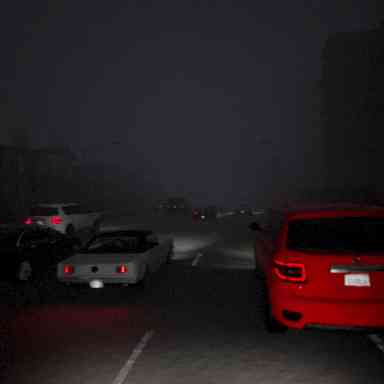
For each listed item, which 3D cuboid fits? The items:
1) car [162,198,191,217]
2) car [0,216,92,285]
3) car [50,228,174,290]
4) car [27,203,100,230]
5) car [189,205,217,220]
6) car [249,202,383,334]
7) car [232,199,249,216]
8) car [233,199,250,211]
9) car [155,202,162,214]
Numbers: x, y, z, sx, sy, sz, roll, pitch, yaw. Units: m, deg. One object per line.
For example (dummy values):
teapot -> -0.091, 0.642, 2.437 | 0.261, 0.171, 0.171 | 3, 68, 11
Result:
car -> -1.400, 1.680, 37.476 | 2.150, 2.045, 5.566 | -2, 0, 8
car -> -5.222, 1.795, 10.477 | 1.837, 1.490, 4.892 | -2, 0, 8
car -> -1.813, 1.767, 9.595 | 1.895, 1.301, 4.718 | -2, -1, 8
car -> -7.447, 1.686, 19.768 | 2.150, 2.045, 5.566 | -2, -1, 8
car -> 1.275, 1.902, 31.328 | 1.895, 1.301, 4.718 | -2, -1, 8
car -> 2.453, 1.218, 6.834 | 2.150, 2.045, 5.566 | -2, -1, 8
car -> 5.324, 1.735, 35.253 | 1.812, 1.442, 4.674 | -2, -1, 8
car -> 6.818, 1.769, 45.979 | 2.128, 1.511, 4.902 | -2, -1, 8
car -> -3.789, 2.114, 45.473 | 2.128, 1.511, 4.902 | -2, -1, 8
